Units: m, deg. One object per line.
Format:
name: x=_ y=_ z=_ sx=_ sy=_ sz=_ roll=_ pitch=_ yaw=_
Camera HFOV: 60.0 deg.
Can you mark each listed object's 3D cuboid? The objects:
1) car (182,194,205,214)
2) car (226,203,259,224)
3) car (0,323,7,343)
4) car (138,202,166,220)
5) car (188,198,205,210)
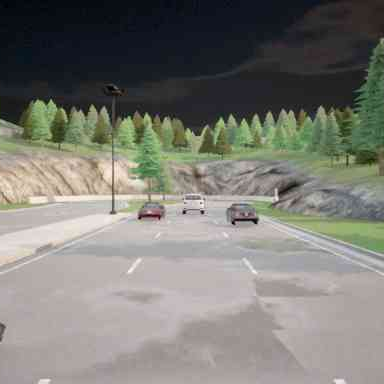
car: x=0.150 y=1.221 z=35.076 sx=2.150 sy=2.045 sz=5.566 roll=0 pitch=0 yaw=0
car: x=3.608 y=1.547 z=24.477 sx=2.033 sy=1.411 sz=5.357 roll=0 pitch=0 yaw=0
car: x=-3.398 y=1.547 z=1.965 sx=2.033 sy=1.411 sz=5.357 roll=0 pitch=0 yaw=0
car: x=-3.389 y=1.564 z=28.453 sx=1.994 sy=1.385 sz=4.181 roll=0 pitch=0 yaw=0
car: x=0.642 y=1.564 z=44.425 sx=1.994 sy=1.385 sz=4.181 roll=0 pitch=0 yaw=6
